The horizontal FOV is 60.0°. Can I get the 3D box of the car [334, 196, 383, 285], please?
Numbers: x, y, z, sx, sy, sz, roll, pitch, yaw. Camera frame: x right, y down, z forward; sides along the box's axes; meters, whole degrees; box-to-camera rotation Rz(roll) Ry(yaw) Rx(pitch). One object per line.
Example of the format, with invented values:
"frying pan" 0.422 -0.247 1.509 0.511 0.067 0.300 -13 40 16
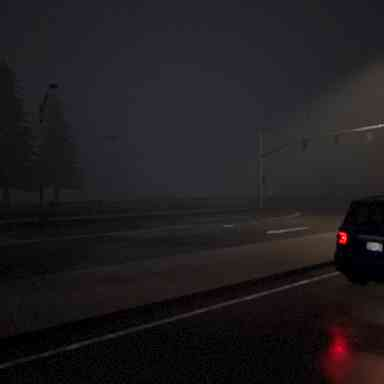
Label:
"car" 5.665 1.087 7.840 5.566 2.045 2.150 -1 1 -35
